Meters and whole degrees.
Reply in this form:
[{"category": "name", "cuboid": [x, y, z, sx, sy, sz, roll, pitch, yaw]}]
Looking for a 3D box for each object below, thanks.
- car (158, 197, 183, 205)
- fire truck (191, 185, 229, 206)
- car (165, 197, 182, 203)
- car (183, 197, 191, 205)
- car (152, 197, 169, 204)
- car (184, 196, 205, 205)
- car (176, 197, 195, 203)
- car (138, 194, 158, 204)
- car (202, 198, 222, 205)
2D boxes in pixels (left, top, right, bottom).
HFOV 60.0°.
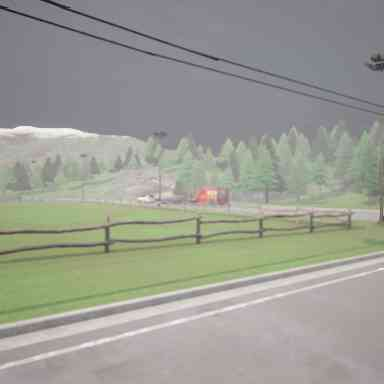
[{"category": "car", "cuboid": [-4.377, 1.927, 66.478, 1.994, 1.385, 4.181, 1, 0, -35]}, {"category": "fire truck", "cuboid": [3.738, 0.729, 65.949, 2.891, 3.827, 8.468, 1, -1, -30]}, {"category": "car", "cuboid": [-4.440, 1.932, 78.731, 1.994, 1.385, 4.181, 1, 0, -35]}, {"category": "car", "cuboid": [-1.281, 1.947, 68.159, 2.033, 1.411, 5.357, 1, 0, -35]}, {"category": "car", "cuboid": [-7.320, 1.941, 76.742, 1.895, 1.301, 4.718, 1, 0, -35]}, {"category": "car", "cuboid": [0.488, 1.791, 71.730, 2.097, 1.767, 4.553, 1, 0, -35]}, {"category": "car", "cuboid": [-1.577, 1.956, 80.745, 2.033, 1.411, 5.357, 1, 0, -35]}, {"category": "car", "cuboid": [-10.180, 1.537, 74.731, 2.150, 2.045, 5.566, 1, 0, -35]}, {"category": "car", "cuboid": [4.266, 2.067, 72.439, 1.895, 1.301, 4.718, 1, 0, -35]}]
